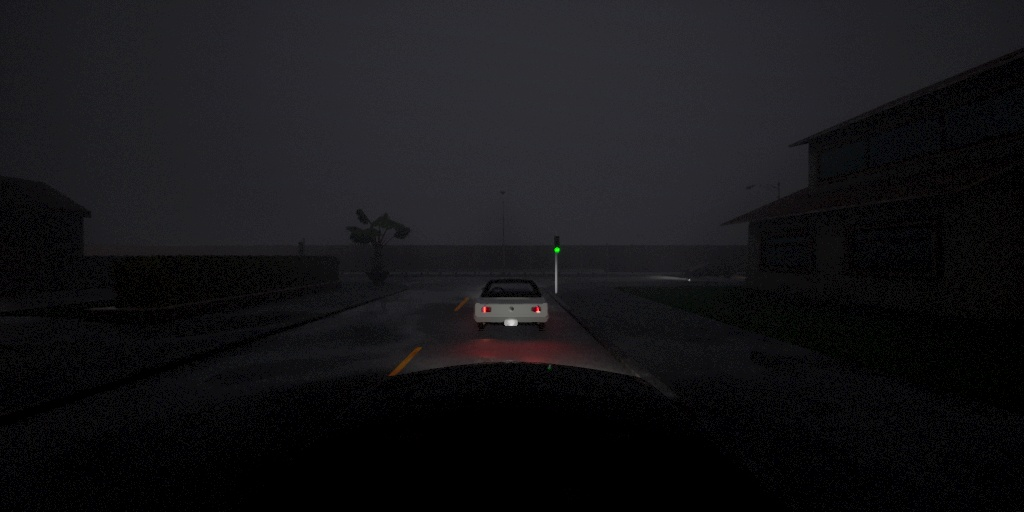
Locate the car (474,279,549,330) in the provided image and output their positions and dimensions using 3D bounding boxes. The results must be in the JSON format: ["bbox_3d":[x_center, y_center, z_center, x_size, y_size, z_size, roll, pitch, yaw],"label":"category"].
[{"bbox_3d":[-0.025,1.362,11.086,1.895,1.301,4.718,0,0,0],"label":"car"}]

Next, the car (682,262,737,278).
[{"bbox_3d":[18.256,1.312,33.248,4.674,1.442,1.812,0,0,-1],"label":"car"}]
